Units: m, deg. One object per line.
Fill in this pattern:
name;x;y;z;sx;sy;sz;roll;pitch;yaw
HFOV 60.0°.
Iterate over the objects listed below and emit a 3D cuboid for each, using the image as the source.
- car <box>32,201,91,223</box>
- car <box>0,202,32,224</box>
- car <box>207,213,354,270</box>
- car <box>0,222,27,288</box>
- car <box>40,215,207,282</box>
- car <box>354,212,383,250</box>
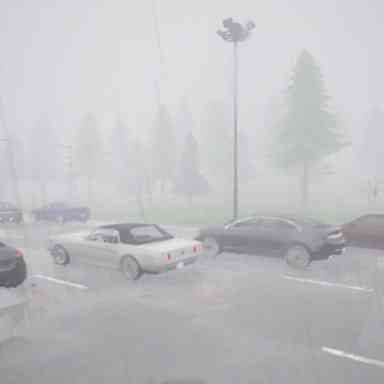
car;-9.141;1.366;22.959;5.008;1.535;1.882;0;0;34
car;-12.710;1.392;21.159;4.902;1.511;2.128;0;0;34
car;2.324;1.432;10.851;4.902;1.511;2.128;0;0;35
car;-5.806;1.527;7.906;4.181;1.385;1.994;0;0;35
car;-2.125;1.552;9.654;4.718;1.301;1.895;0;0;35
car;6.634;1.457;12.124;4.674;1.442;1.812;0;0;35
